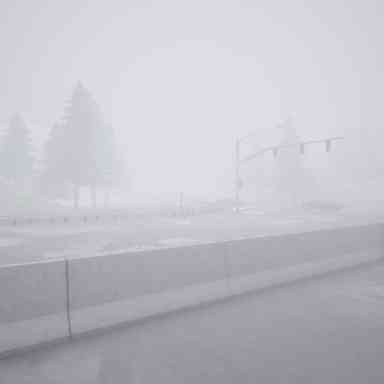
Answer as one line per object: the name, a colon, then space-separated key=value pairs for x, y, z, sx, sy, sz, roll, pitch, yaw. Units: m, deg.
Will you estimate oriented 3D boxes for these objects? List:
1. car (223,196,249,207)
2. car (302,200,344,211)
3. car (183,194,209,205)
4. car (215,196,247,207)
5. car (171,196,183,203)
car: x=7.070 y=1.503 z=54.483 sx=1.837 sy=1.490 sz=4.892 roll=0 pitch=1 yaw=-26
car: x=15.834 y=1.606 z=40.403 sx=1.895 sy=1.301 sz=4.718 roll=0 pitch=0 yaw=-36
car: x=0.653 y=1.547 z=60.480 sx=2.033 sy=1.411 sz=5.357 roll=0 pitch=0 yaw=-21
car: x=5.400 y=1.547 z=50.062 sx=2.033 sy=1.411 sz=5.357 roll=0 pitch=0 yaw=-28
car: x=-2.647 y=1.595 z=70.967 sx=1.895 sy=1.301 sz=4.718 roll=0 pitch=0 yaw=-14
